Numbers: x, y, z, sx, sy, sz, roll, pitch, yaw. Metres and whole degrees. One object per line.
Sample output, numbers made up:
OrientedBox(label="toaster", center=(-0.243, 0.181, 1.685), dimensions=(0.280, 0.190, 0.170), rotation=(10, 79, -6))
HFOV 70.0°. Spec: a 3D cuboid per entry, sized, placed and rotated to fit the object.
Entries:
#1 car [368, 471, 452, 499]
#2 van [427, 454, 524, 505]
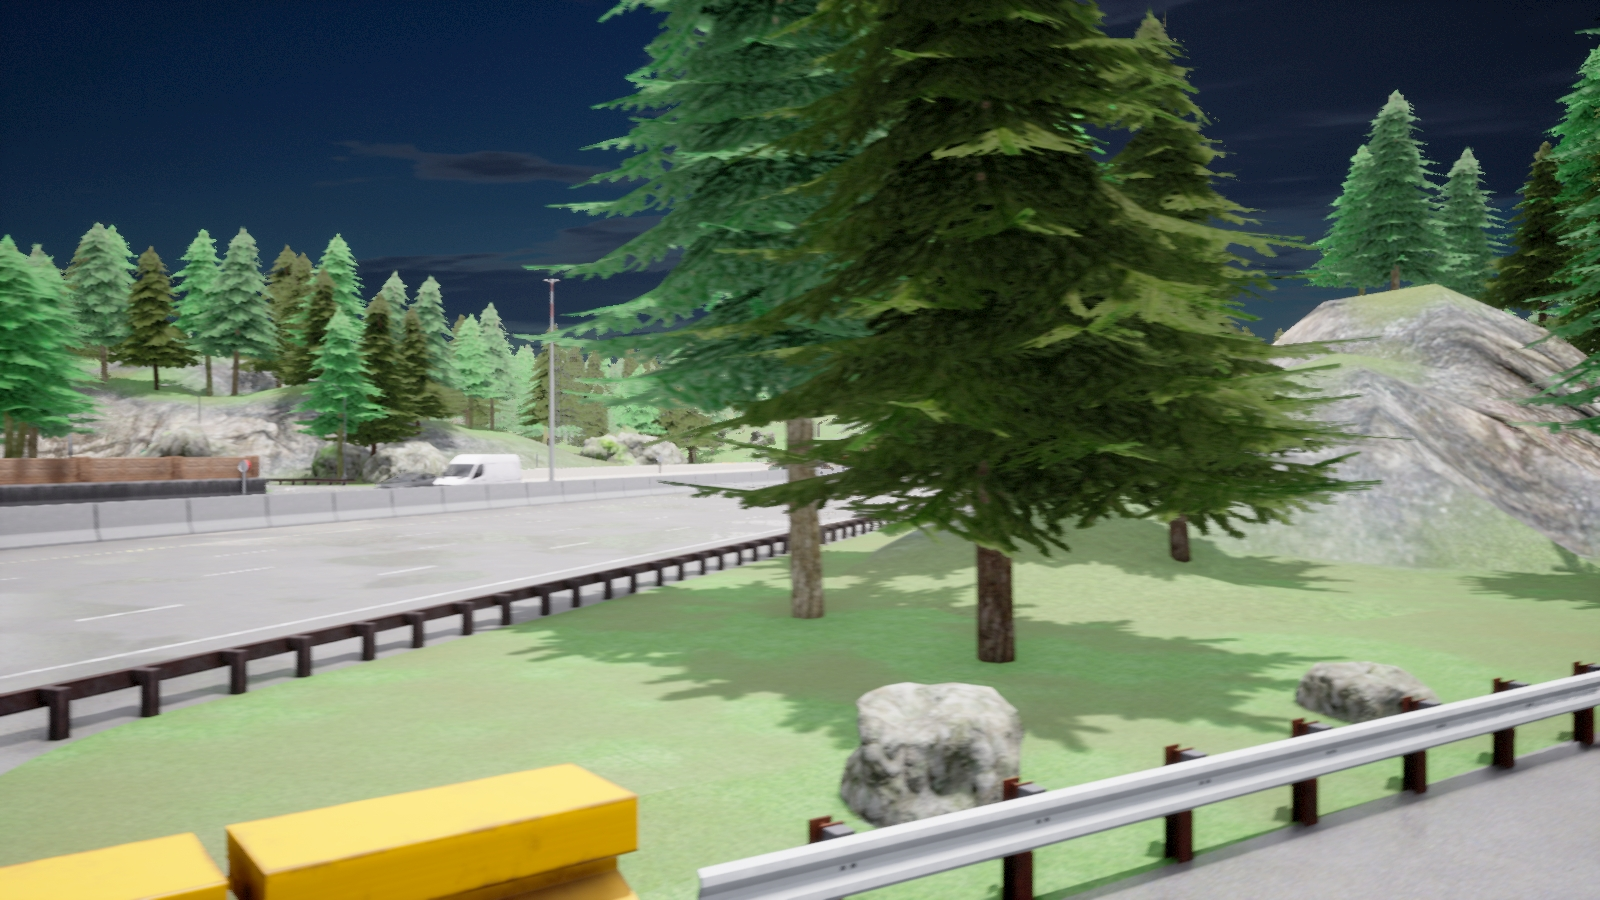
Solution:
OrientedBox(label="car", center=(-22.864, 2.044, 67.171), dimensions=(2.163, 1.488, 4.792), rotation=(0, 0, 19))
OrientedBox(label="van", center=(-17.363, 1.518, 61.540), dimensions=(1.988, 2.561, 5.915), rotation=(0, 0, 19))
